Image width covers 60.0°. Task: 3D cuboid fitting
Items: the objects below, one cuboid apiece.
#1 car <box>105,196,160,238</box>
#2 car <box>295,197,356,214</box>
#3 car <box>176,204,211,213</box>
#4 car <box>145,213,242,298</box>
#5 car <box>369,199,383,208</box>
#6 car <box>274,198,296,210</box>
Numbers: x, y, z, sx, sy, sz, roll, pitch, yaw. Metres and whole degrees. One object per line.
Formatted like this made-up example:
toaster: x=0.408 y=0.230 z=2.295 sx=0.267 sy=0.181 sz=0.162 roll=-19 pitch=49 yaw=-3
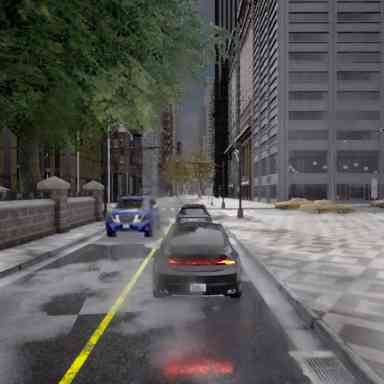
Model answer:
car: x=-2.982 y=1.236 z=17.944 sx=2.150 sy=2.045 sz=5.566 roll=0 pitch=0 yaw=0
car: x=12.407 y=1.342 z=30.579 sx=4.829 sy=1.417 sz=1.752 roll=-1 pitch=1 yaw=0
car: x=0.098 y=1.441 z=18.651 sx=2.033 sy=1.649 sz=4.856 roll=0 pitch=0 yaw=1
car: x=0.113 y=1.508 z=8.521 sx=1.837 sy=1.490 sz=4.892 roll=0 pitch=0 yaw=0
car: x=23.445 y=1.145 z=39.043 sx=4.829 sy=1.417 sz=1.752 roll=-1 pitch=1 yaw=0
car: x=12.104 y=1.330 z=39.106 sx=4.829 sy=1.417 sz=1.752 roll=-1 pitch=1 yaw=0
